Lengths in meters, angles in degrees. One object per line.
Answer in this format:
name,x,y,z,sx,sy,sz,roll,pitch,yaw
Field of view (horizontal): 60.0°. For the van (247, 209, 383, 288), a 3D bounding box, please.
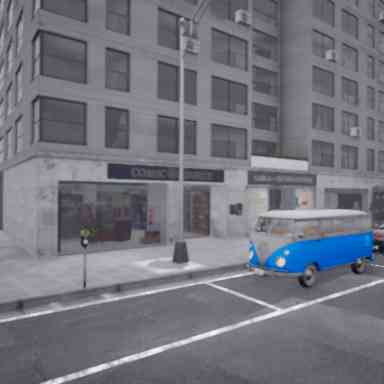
van,3.308,1.379,9.099,3.998,1.788,1.690,0,0,-35
